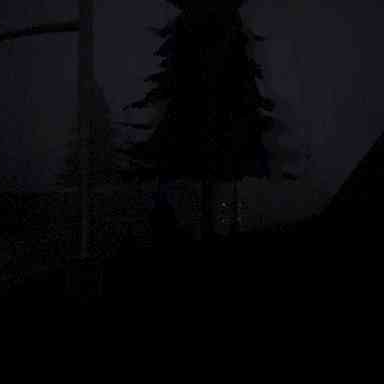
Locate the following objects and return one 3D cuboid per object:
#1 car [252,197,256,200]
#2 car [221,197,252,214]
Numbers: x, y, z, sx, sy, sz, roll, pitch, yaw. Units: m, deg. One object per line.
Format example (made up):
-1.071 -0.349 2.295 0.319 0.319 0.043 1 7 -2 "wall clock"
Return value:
8.482 1.048 49.180 2.128 1.511 4.902 0 0 4 "car"
4.483 1.283 34.130 2.097 1.767 4.553 0 0 20 "car"
